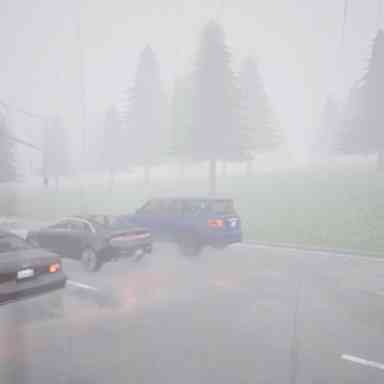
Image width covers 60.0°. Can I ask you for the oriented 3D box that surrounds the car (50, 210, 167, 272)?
[{"bbox_3d":[-3.434,1.449,10.630,4.902,1.511,2.128,0,0,36],"label":"car"}]

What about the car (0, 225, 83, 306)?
[{"bbox_3d":[-5.036,1.507,7.467,5.357,1.411,2.033,0,0,36],"label":"car"}]

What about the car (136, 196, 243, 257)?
[{"bbox_3d":[-0.758,1.183,13.010,5.566,2.045,2.150,0,0,36],"label":"car"}]
